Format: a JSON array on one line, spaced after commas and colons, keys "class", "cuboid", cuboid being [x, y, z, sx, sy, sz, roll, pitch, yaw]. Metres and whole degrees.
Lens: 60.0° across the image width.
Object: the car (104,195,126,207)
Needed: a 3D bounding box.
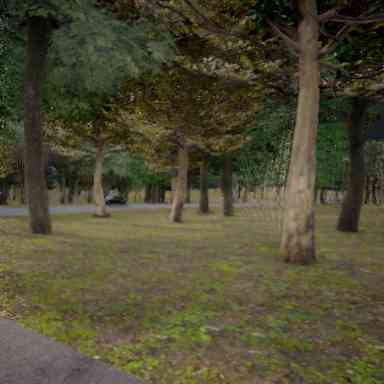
[{"class": "car", "cuboid": [-14.617, 1.602, 61.166, 2.150, 2.045, 5.566, 2, 0, 33]}]
